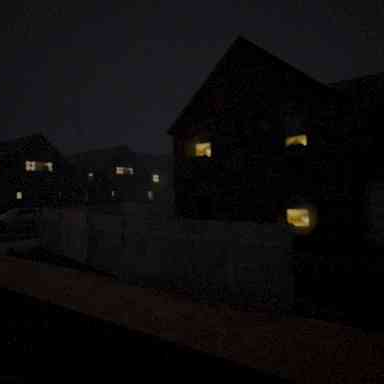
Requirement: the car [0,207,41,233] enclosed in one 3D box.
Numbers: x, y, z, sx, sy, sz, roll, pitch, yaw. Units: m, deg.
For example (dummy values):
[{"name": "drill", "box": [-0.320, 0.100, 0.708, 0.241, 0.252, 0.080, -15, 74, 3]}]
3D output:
[{"name": "car", "box": [-10.787, 1.685, 20.918, 1.812, 1.442, 4.674, -2, -1, 36]}]
